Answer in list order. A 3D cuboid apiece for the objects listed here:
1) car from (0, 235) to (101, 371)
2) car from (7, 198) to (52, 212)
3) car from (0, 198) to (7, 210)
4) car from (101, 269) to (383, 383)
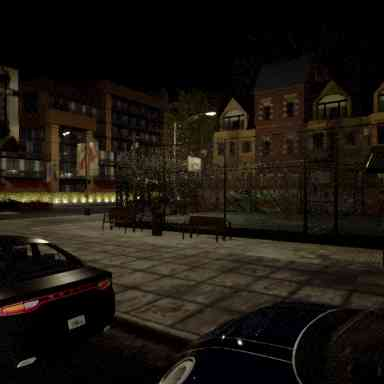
[{"bbox_3d":[-3.469,1.480,5.582,5.008,1.535,2.097,0,0,35],"label":"car"},{"bbox_3d":[-18.202,1.564,37.949,1.994,1.385,4.181,0,0,35],"label":"car"},{"bbox_3d":[-22.152,1.492,38.417,2.128,1.511,4.902,0,0,35],"label":"car"},{"bbox_3d":[1.858,1.354,1.986,4.553,1.767,2.185,0,0,35],"label":"car"}]
